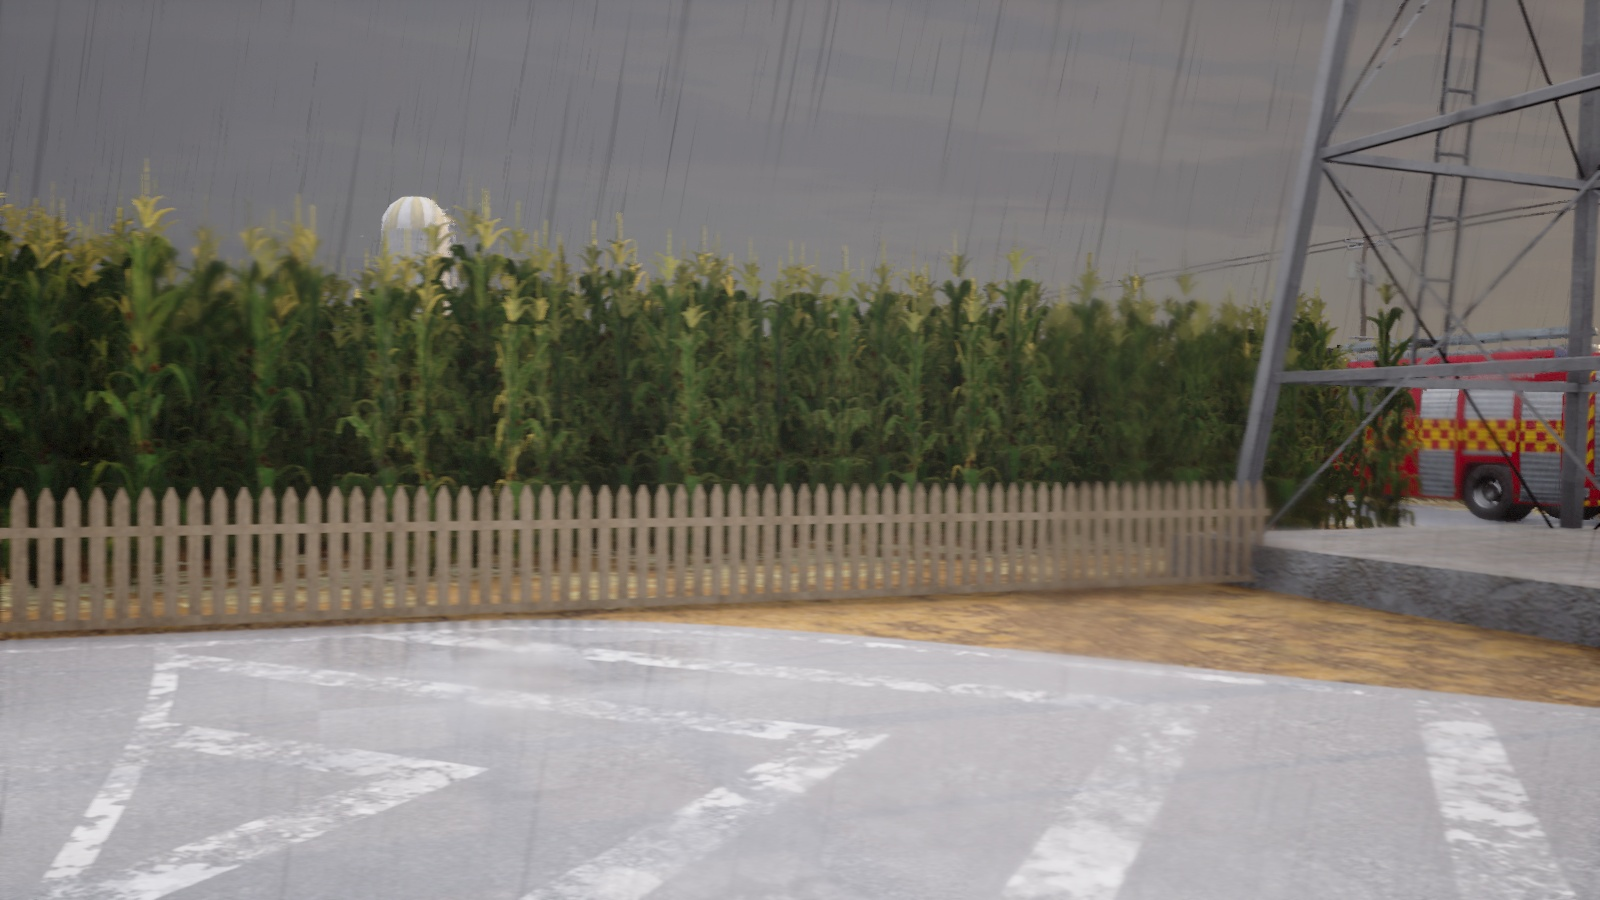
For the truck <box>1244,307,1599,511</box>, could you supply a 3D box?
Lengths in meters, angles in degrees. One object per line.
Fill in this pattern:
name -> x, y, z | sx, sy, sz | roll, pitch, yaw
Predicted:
truck -> 14.031, -0.836, 28.074 | 2.891, 3.827, 8.468 | -1, 1, -21
